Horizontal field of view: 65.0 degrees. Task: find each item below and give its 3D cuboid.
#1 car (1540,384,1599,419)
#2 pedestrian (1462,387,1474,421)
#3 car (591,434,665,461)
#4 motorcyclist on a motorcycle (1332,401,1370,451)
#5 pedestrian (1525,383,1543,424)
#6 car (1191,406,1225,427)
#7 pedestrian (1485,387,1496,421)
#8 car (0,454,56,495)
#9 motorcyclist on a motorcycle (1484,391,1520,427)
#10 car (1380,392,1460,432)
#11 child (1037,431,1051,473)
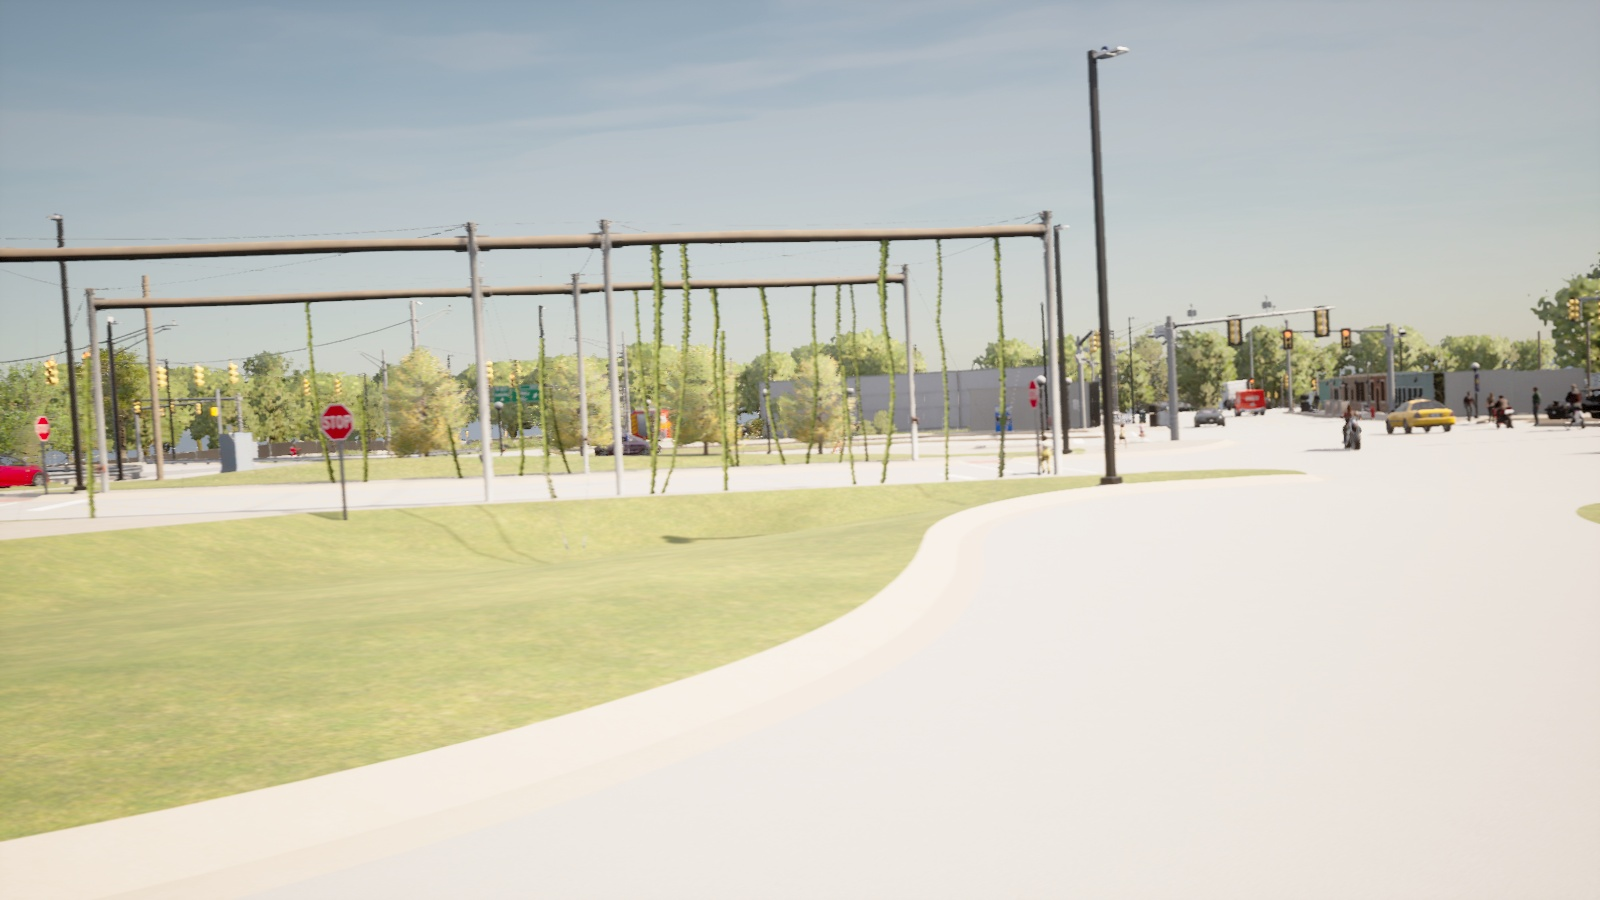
[{"bbox_3d":[44.382,-2.765,71.063,3.866,1.878,1.905,-1,2,7],"label":"car"},{"bbox_3d":[38.936,-2.687,73.234,0.402,1.930,0.666,-3,2,14],"label":"pedestrian"},{"bbox_3d":[-10.786,-0.151,78.996,4.193,1.474,1.816,-2,2,9],"label":"car"},{"bbox_3d":[19.272,-0.864,43.983,0.766,1.649,2.350,-3,2,14],"label":"motorcyclist on a motorcycle"},{"bbox_3d":[34.115,-2.167,58.374,0.614,1.847,0.353,-3,2,12],"label":"pedestrian"},{"bbox_3d":[30.042,-2.480,92.541,1.994,1.385,4.181,-3,2,13],"label":"car"},{"bbox_3d":[37.980,-2.518,69.067,0.331,1.846,0.634,-3,2,16],"label":"pedestrian"},{"bbox_3d":[-32.081,1.034,49.667,2.007,1.525,4.514,-3,1,10],"label":"car"},{"bbox_3d":[31.039,-1.800,55.579,0.797,1.523,2.044,-3,0,13],"label":"motorcyclist on a motorcycle"},{"bbox_3d":[27.242,-1.643,55.359,1.801,1.575,5.366,-3,1,11],"label":"car"},{"bbox_3d":[7.579,0.067,39.009,0.270,1.263,0.437,-3,2,-2],"label":"child"}]
